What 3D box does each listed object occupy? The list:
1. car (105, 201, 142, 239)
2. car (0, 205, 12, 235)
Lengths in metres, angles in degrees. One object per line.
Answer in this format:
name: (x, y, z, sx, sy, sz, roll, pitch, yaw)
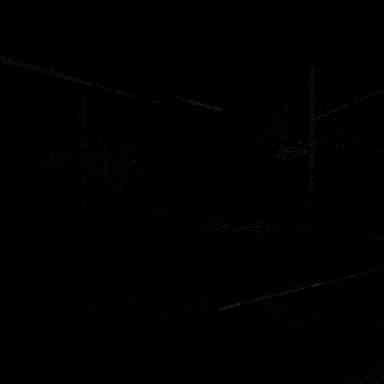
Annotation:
car: (-4.353, 1.448, 18.338, 1.905, 1.878, 3.866, 1, 0, -36)
car: (-11.482, 1.523, 18.600, 2.242, 1.667, 4.611, 1, 0, -36)
